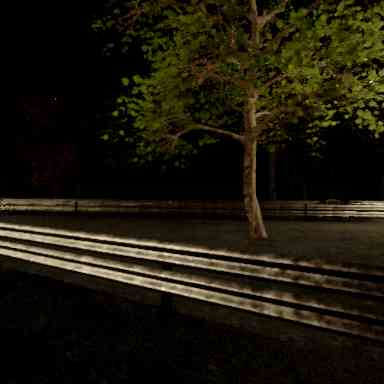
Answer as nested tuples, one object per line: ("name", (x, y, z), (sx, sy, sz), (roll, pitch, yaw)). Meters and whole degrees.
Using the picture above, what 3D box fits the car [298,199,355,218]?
("car", (12.171, 1.485, 30.245), (4.856, 1.649, 2.033), (0, 0, 13))
